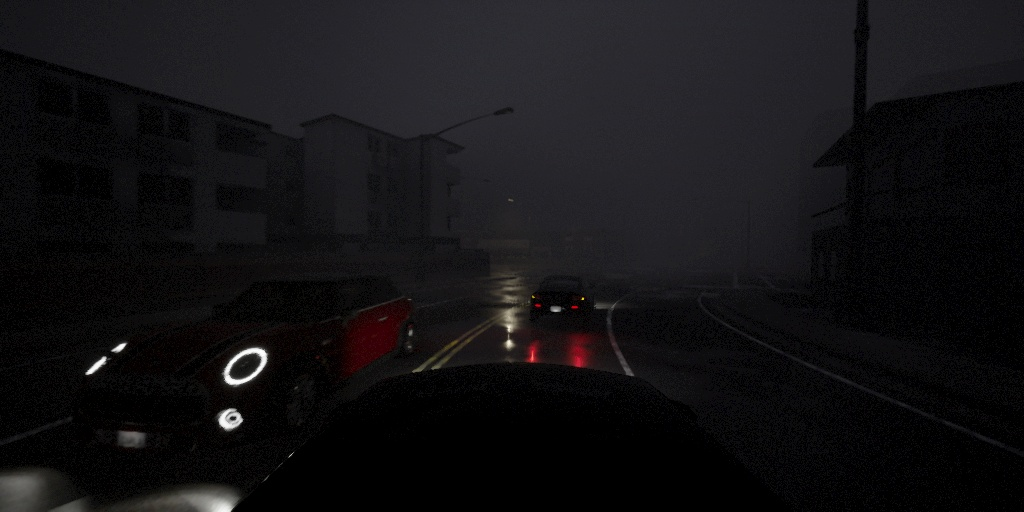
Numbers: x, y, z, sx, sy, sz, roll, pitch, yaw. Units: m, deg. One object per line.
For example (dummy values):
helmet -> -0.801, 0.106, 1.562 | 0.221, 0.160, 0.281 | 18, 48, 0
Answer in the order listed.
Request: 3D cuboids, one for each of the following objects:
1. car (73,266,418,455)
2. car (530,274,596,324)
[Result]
car -> -3.166, 1.073, 5.470 | 2.097, 1.767, 4.553 | 1, 0, 7
car -> 1.822, 1.345, 12.299 | 1.812, 1.442, 4.674 | 1, 0, 15
